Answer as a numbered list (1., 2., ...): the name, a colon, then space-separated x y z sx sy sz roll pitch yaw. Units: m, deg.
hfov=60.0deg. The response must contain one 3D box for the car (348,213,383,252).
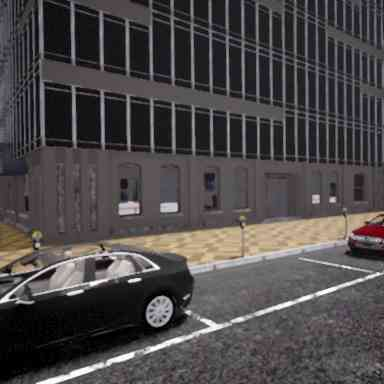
1. car: 7.245 1.399 11.796 4.206 1.307 1.802 -1 1 -36

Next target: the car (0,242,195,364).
1. car: -1.992 1.531 5.143 4.403 1.369 2.008 -1 1 -36
